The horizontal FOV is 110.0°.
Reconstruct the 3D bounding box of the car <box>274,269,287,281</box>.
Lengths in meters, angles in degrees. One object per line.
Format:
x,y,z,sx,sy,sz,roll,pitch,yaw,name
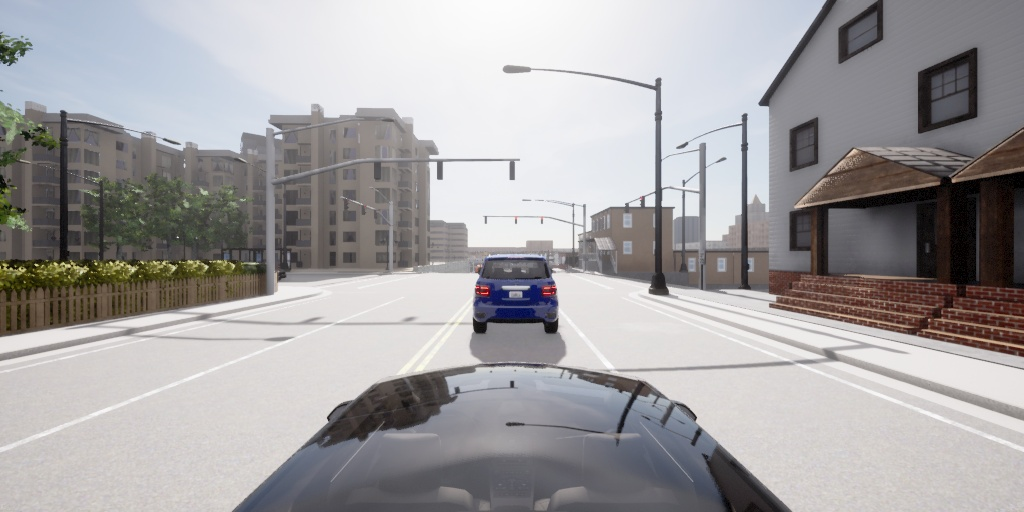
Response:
-20.347,1.255,28.067,4.892,1.490,1.837,0,0,1,car

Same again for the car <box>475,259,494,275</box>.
-3.562,1.506,46.886,2.097,1.767,4.553,1,-5,0,car

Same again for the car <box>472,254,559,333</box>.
0.100,0.971,10.866,2.150,2.045,5.566,0,0,0,car
